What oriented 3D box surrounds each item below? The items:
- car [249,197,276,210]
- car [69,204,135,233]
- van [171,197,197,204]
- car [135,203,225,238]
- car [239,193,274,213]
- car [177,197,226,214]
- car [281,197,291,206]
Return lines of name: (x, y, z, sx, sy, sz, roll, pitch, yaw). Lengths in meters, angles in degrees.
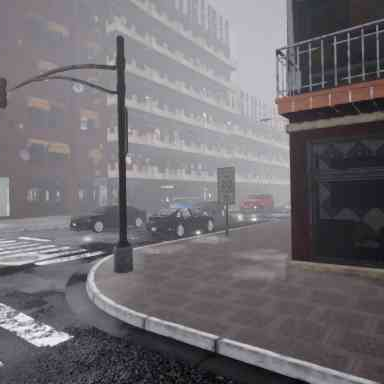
car: (9.324, 1.430, 44.008, 1.967, 1.590, 4.097, -1, -1, 36)
car: (-4.876, 1.475, 19.908, 1.882, 1.535, 5.008, -1, -1, 36)
van: (-0.398, 1.365, 30.414, 1.690, 1.788, 3.998, -1, -1, 36)
car: (-0.463, 1.435, 16.769, 2.008, 1.369, 4.403, -1, -1, 36)
car: (7.252, 1.174, 36.868, 2.150, 2.045, 5.566, -1, -1, 35)
car: (1.169, 1.478, 28.360, 1.837, 1.490, 4.892, -1, -1, 35)
car: (15.706, 1.495, 52.932, 1.752, 1.417, 4.829, -1, -1, 36)
